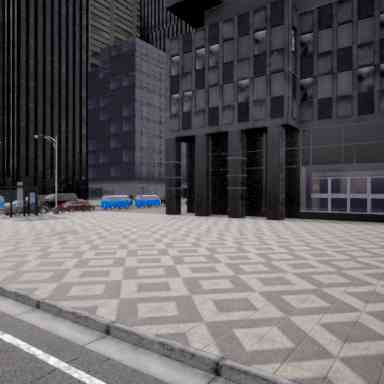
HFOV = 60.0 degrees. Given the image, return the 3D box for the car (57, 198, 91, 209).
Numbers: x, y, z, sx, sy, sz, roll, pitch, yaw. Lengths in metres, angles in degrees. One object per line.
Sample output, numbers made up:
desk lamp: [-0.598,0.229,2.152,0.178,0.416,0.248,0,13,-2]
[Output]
car: [-16.281,1.547,46.081,1.802,1.307,4.206,0,0,35]

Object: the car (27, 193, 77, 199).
car: [-16.673,1.197,40.934,2.150,2.045,5.566,0,0,35]

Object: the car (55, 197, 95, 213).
car: [-12.631,1.575,36.511,1.802,1.307,4.206,0,0,35]

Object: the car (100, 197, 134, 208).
car: [-10.981,1.476,48.912,1.837,1.490,4.892,0,0,36]

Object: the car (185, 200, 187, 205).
car: [0.545,1.568,55.008,1.802,1.307,4.206,0,0,35]

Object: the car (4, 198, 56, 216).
car: [-15.925,1.548,31.887,2.008,1.369,4.403,0,0,35]

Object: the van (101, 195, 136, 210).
van: [-9.336,1.331,41.135,1.690,1.788,3.998,0,0,35]

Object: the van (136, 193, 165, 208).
van: [-6.042,1.328,45.759,1.690,1.788,3.998,0,0,35]
